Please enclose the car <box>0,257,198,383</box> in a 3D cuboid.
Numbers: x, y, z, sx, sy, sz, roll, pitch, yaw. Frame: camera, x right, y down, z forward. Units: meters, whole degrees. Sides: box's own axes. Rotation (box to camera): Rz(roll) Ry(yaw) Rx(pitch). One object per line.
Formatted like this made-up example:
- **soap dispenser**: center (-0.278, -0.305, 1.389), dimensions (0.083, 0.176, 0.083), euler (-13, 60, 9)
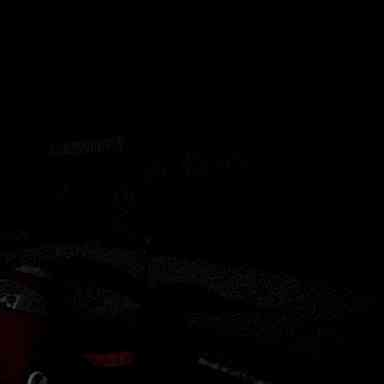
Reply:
- **car**: center (-1.873, 1.559, 4.412), dimensions (4.206, 1.307, 1.802), euler (0, 0, 35)
